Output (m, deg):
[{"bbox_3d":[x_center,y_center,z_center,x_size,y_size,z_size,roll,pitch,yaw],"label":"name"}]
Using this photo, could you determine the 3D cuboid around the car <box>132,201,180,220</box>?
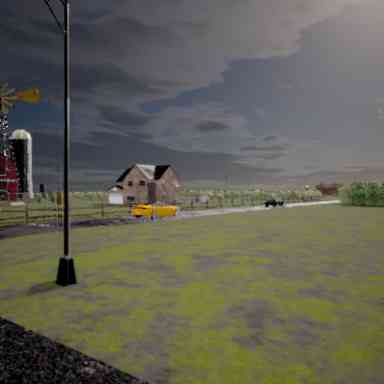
[{"bbox_3d":[-3.063,1.547,29.456,1.882,1.535,5.008,-1,-1,36],"label":"car"}]

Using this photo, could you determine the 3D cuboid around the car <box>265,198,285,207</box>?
[{"bbox_3d":[13.140,1.643,52.371,1.837,1.490,4.892,-1,0,36],"label":"car"}]
